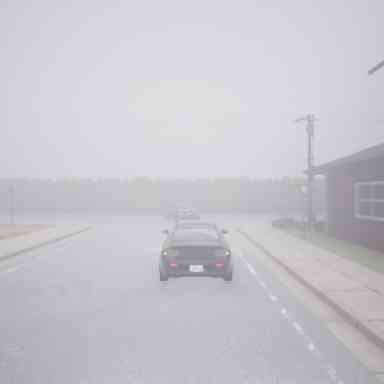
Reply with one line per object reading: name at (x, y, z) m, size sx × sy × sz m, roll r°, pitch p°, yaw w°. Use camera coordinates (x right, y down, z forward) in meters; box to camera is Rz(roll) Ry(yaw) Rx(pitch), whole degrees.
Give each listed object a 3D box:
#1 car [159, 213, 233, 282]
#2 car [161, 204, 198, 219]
car at (0.098, 1.548, 9.704) m, size 1.812 × 1.442 × 4.674 m, roll 0°, pitch 0°, yaw 0°
car at (-1.020, 1.624, 26.400) m, size 2.033 × 1.411 × 5.357 m, roll 0°, pitch 0°, yaw -18°
